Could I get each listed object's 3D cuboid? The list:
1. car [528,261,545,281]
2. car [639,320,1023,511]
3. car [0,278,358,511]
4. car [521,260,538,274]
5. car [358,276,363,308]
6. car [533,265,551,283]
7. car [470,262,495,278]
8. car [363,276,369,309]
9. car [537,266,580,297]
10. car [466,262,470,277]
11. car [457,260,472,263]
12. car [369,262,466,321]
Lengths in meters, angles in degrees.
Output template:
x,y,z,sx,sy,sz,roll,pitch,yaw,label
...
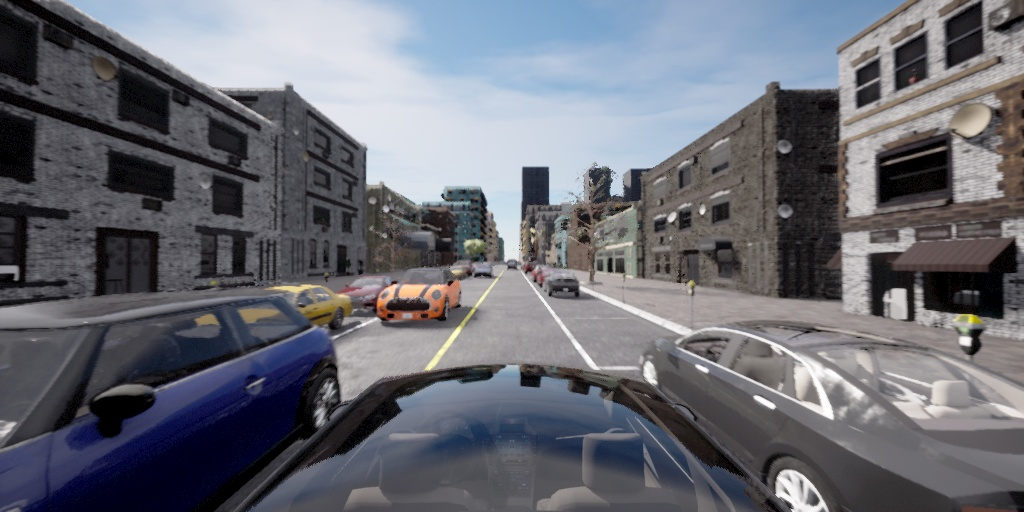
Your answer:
x,y,z,sx,sy,sz,roll,pitch,yaw,label
2.694,1.460,31.237,1.967,1.591,4.097,0,0,0,car
2.690,1.318,3.573,2.007,1.370,4.403,0,0,0,car
-3.098,1.107,2.394,2.097,1.767,4.553,0,0,0,car
2.696,1.489,47.836,2.192,1.841,5.009,0,0,0,car
-5.689,1.341,8.938,1.751,1.417,4.829,0,0,0,car
2.693,1.552,25.704,1.802,1.307,4.207,0,0,0,car
-3.006,1.638,39.043,2.033,1.411,5.357,0,-1,1,car
-5.688,1.448,14.641,1.802,1.307,4.207,0,0,0,car
2.692,1.469,20.171,2.007,1.370,4.403,0,0,0,car
-5.686,1.594,36.602,1.751,1.417,4.829,0,0,0,car
-5.685,1.435,42.306,2.192,1.841,5.009,0,0,0,car
-3.088,1.203,12.843,2.097,1.767,4.553,0,-1,0,car
